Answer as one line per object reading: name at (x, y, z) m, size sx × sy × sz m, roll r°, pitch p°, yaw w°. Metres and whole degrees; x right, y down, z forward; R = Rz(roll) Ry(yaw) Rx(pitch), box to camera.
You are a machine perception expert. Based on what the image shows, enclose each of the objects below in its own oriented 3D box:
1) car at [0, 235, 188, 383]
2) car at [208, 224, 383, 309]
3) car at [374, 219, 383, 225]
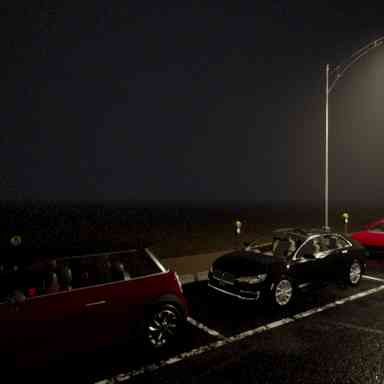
car at (-2.140, 1.440, 4.560) m, size 4.097 × 1.590 × 1.967 m, roll 0°, pitch 1°, yaw -35°
car at (2.366, 1.552, 7.775) m, size 4.403 × 1.369 × 2.008 m, roll 0°, pitch 1°, yaw -35°
car at (6.874, 1.547, 10.990) m, size 4.507 × 1.381 × 1.887 m, roll 0°, pitch 1°, yaw -35°
